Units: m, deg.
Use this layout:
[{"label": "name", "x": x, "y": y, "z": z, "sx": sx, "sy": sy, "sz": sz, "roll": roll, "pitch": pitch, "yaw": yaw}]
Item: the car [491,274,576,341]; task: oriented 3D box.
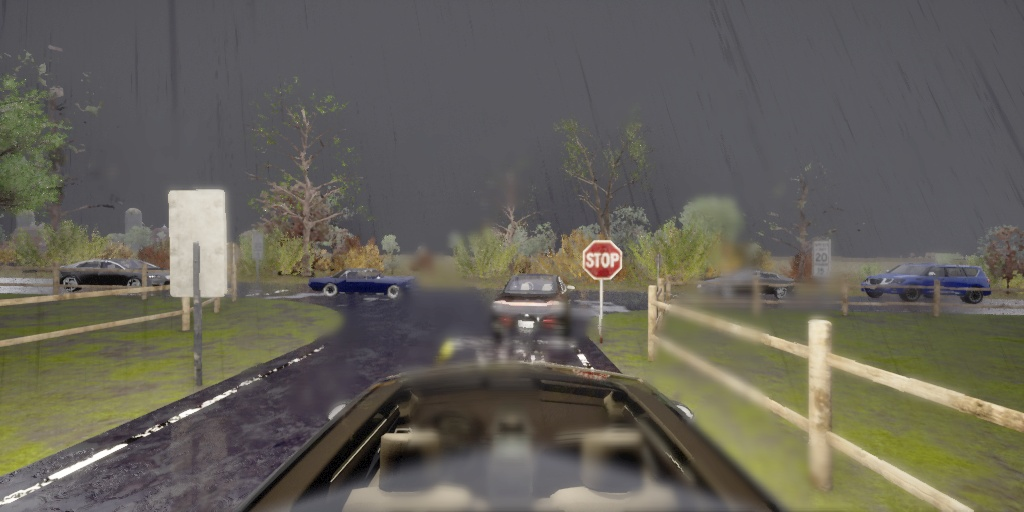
[{"label": "car", "x": 0.707, "y": 1.240, "z": 9.986, "sx": 2.128, "sy": 1.511, "sz": 4.902, "roll": 0, "pitch": 0, "yaw": 9}]

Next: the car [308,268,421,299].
[{"label": "car", "x": -6.821, "y": 1.248, "z": 17.017, "sx": 4.718, "sy": 1.301, "sz": 1.895, "roll": 1, "pitch": 1, "yaw": 0}]

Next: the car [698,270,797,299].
[{"label": "car", "x": 13.005, "y": 1.525, "z": 19.944, "sx": 4.902, "sy": 1.511, "sz": 2.128, "roll": 1, "pitch": 1, "yaw": 0}]

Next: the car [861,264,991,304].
[{"label": "car", "x": 22.900, "y": 1.467, "z": 19.932, "sx": 5.566, "sy": 2.045, "sz": 2.150, "roll": 1, "pitch": 1, "yaw": 0}]

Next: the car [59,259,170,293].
[{"label": "car", "x": -18.489, "y": 0.885, "z": 17.034, "sx": 4.902, "sy": 1.511, "sz": 2.128, "roll": 1, "pitch": 1, "yaw": 0}]
